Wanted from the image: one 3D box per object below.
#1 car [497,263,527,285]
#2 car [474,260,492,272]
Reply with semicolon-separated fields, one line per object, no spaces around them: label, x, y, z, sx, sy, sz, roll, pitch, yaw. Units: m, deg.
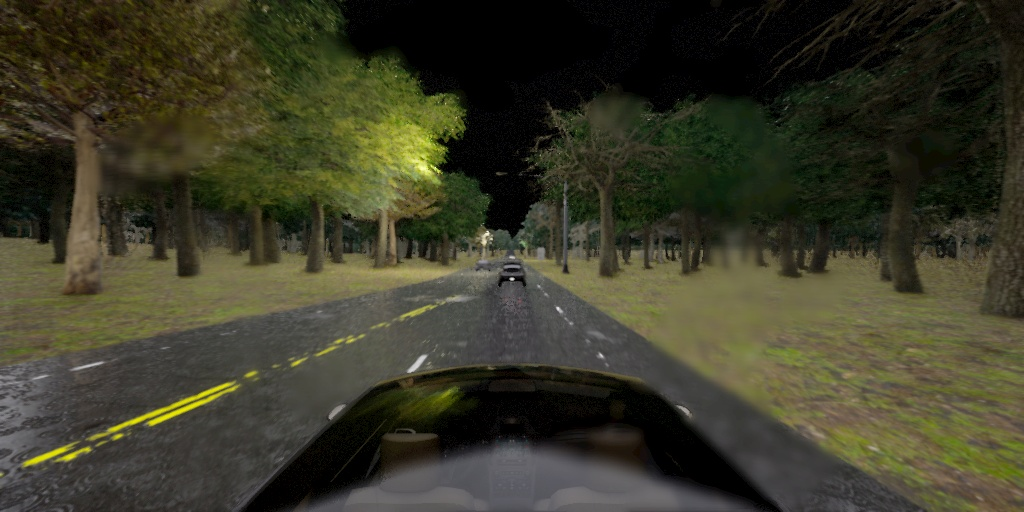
car;0.003;1.228;25.443;1.837;1.490;4.892;0;0;0
car;-3.500;1.154;44.206;2.033;1.411;5.357;0;0;0
